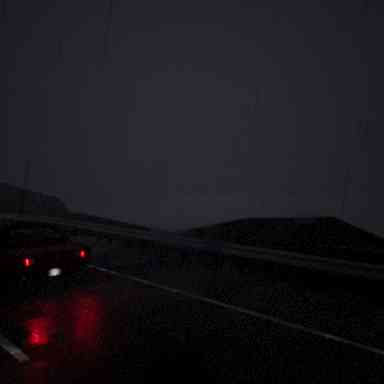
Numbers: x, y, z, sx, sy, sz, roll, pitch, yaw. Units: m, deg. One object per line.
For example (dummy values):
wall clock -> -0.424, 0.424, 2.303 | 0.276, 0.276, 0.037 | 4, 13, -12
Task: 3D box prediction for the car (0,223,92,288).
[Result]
car -> -4.809, 1.512, 9.033 | 4.718, 1.301, 1.895 | 1, 0, 41
